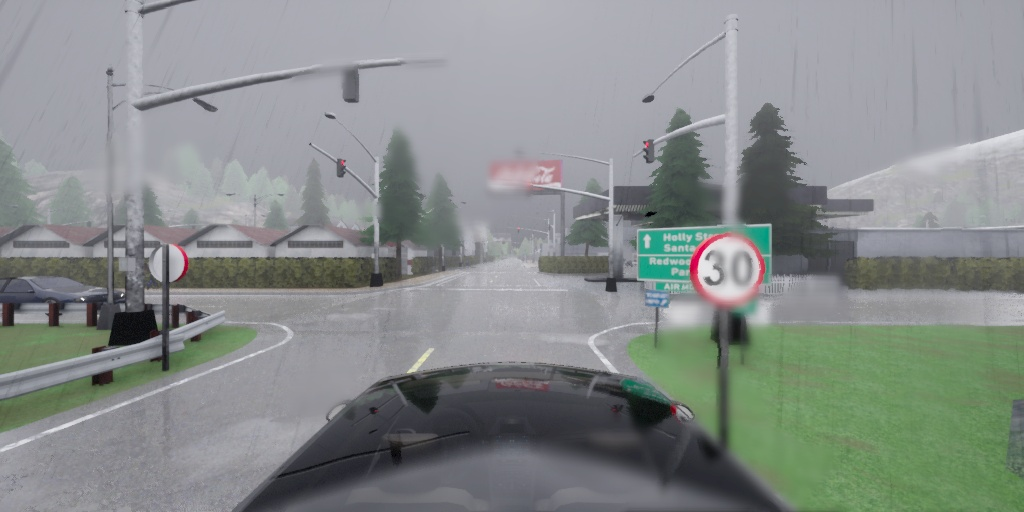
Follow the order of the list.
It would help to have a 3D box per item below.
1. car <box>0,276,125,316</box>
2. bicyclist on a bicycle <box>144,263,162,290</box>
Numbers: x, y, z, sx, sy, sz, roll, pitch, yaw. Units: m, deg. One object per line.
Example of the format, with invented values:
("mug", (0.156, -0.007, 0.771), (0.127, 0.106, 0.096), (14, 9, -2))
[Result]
("car", (-18.321, 1.489, 13.778), (5.357, 1.411, 2.033), (0, 0, -2))
("bicyclist on a bicycle", (-21.672, 1.243, 21.339), (0.582, 1.620, 1.656), (0, 0, 1))
